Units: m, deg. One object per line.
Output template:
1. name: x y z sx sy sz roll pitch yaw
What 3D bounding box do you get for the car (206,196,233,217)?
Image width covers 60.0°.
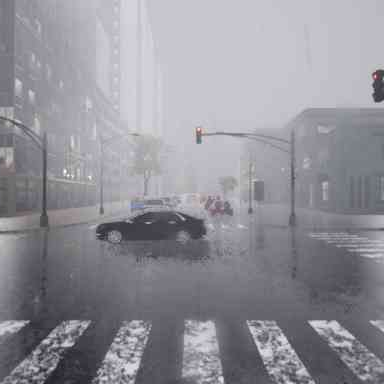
1. car: 2.679 1.444 31.011 1.967 1.590 4.097 1 0 0

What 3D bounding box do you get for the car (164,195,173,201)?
1. car: -5.747 1.557 82.031 2.008 1.369 4.403 1 0 0

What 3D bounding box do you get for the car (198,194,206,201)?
1. car: 2.630 1.446 87.750 1.967 1.590 4.097 1 0 0

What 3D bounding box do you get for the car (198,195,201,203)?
1. car: 2.652 1.321 65.055 2.192 1.841 5.009 1 0 0

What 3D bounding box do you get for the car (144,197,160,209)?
1. car: -5.717 1.530 47.817 1.752 1.417 4.829 1 0 0

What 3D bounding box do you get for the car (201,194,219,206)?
1. car: 2.671 1.320 42.359 2.192 1.841 5.009 1 0 0

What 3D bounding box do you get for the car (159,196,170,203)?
1. car: -5.737 1.572 70.683 1.947 1.339 4.313 1 0 0

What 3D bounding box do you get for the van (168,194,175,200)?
1. van: -5.753 1.347 93.379 1.690 1.788 3.998 1 0 0

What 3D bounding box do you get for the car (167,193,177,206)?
1. car: -3.130 1.357 37.733 2.097 1.767 4.553 0 0 0

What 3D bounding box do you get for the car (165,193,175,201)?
1. car: -5.747 1.321 87.705 2.192 1.841 5.009 1 0 0

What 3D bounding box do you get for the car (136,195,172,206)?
1. car: -3.124 1.356 28.127 2.097 1.767 4.553 0 0 0

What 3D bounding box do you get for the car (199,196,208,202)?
1. car: 2.638 1.572 76.403 1.947 1.339 4.313 1 0 0

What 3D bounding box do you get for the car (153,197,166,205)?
1. car: -5.728 1.587 59.335 1.802 1.307 4.206 1 0 0

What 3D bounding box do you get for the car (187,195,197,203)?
1. car: 0.041 1.358 69.588 2.097 1.767 4.553 0 0 0

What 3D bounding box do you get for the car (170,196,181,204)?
1. car: -3.060 1.484 63.386 1.882 1.535 5.008 0 0 0

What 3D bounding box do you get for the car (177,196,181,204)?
1. car: -3.131 1.496 48.073 2.128 1.511 4.902 0 0 0

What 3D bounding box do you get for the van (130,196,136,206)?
1. van: -5.704 1.346 36.639 1.690 1.788 3.998 1 0 0

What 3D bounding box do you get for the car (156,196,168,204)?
1. car: -5.733 1.572 65.009 1.947 1.339 4.313 1 0 0

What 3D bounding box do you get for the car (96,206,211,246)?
1. car: -1.759 1.508 14.798 4.892 1.490 1.837 0 0 1
